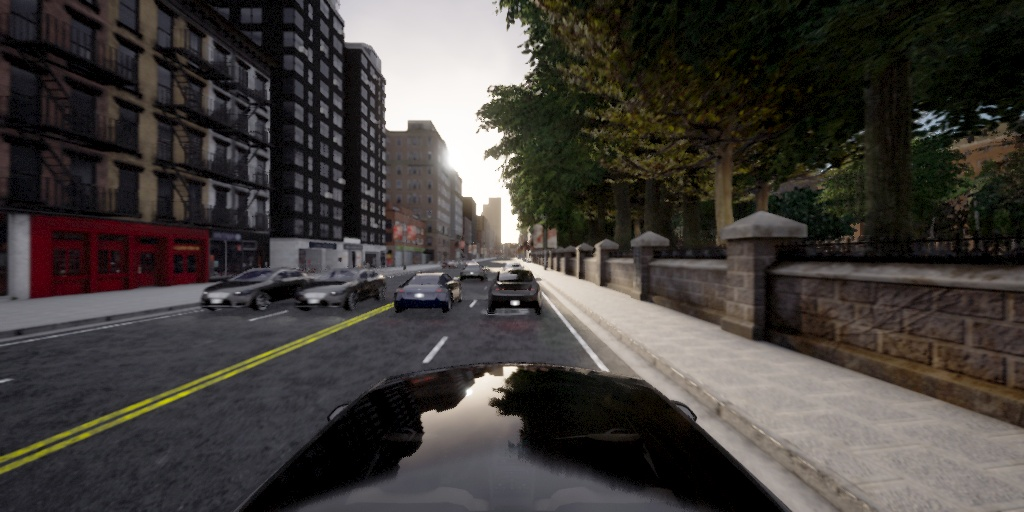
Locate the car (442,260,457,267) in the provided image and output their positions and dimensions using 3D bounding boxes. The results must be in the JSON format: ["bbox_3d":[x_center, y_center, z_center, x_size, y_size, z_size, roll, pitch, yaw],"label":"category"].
[{"bbox_3d":[-9.796,1.326,56.616,1.994,1.385,4.181,0,0,1],"label":"car"}]

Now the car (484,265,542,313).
[{"bbox_3d":[0.102,1.253,13.904,1.837,1.490,4.892,0,0,0],"label":"car"}]

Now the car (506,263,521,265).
[{"bbox_3d":[0.104,1.273,30.547,1.812,1.442,4.674,0,0,0],"label":"car"}]

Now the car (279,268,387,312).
[{"bbox_3d":[-6.599,1.239,14.388,2.128,1.511,4.902,0,0,0],"label":"car"}]

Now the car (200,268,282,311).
[{"bbox_3d":[-9.849,1.239,14.404,2.128,1.511,4.902,0,0,0],"label":"car"}]

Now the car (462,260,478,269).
[{"bbox_3d":[-6.546,1.326,56.613,1.994,1.385,4.181,0,0,1],"label":"car"}]

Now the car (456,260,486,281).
[{"bbox_3d":[-3.146,1.312,30.106,1.994,1.385,4.181,0,0,0],"label":"car"}]

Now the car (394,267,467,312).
[{"bbox_3d":[-3.148,1.312,14.198,1.994,1.385,4.181,0,0,0],"label":"car"}]
